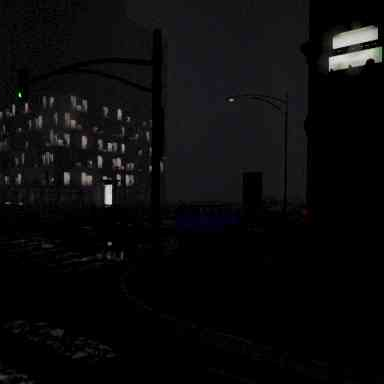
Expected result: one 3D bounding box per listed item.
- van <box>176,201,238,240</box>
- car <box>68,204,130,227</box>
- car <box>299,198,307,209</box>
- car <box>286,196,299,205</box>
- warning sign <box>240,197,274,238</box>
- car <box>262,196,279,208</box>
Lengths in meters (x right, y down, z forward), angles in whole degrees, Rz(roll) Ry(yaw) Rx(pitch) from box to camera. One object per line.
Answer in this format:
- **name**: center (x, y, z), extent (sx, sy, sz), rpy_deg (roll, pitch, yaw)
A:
- **van**: center (0.875, 1.368, 16.991), extent (1.690, 1.788, 3.998), rpy_deg (1, 1, 35)
- **car**: center (-5.955, 1.467, 21.853), extent (1.947, 1.339, 4.313), rpy_deg (1, 1, 35)
- **car**: center (15.640, 1.442, 42.313), extent (1.837, 1.490, 4.892), rpy_deg (1, 1, 36)
- **car**: center (16.400, 1.364, 53.269), extent (1.752, 1.417, 4.829), rpy_deg (1, 1, 35)
- **warning sign**: center (3.157, 1.177, 16.097), extent (1.300, 1.860, 1.060), rpy_deg (1, 1, 35)
- **car**: center (10.083, 1.293, 44.390), extent (1.967, 1.590, 4.097), rpy_deg (1, 1, 35)
